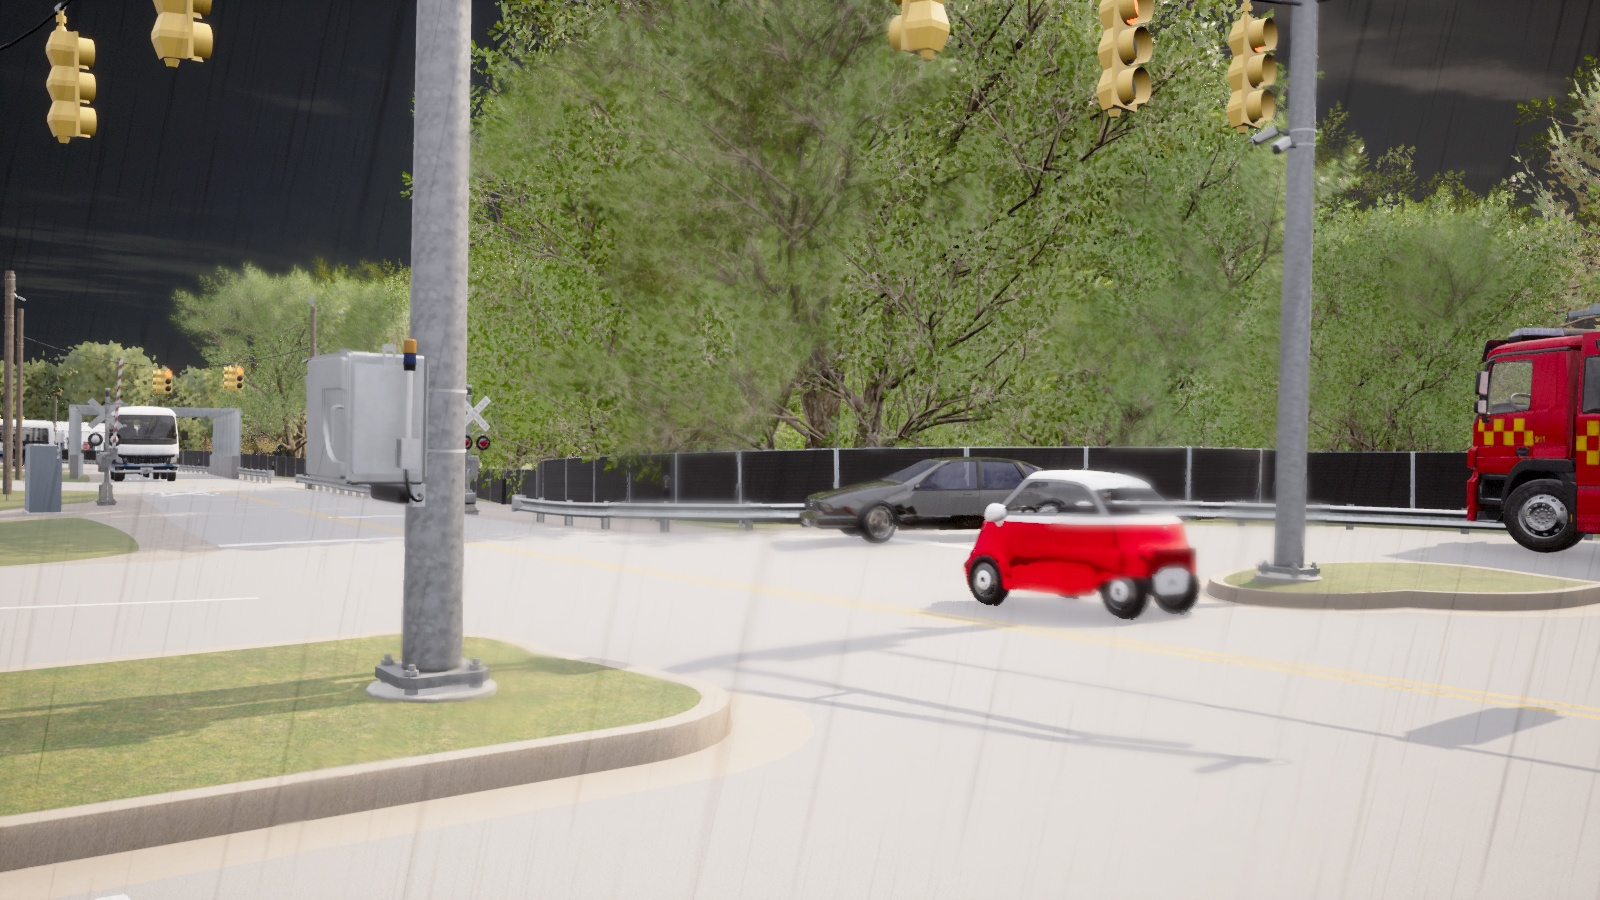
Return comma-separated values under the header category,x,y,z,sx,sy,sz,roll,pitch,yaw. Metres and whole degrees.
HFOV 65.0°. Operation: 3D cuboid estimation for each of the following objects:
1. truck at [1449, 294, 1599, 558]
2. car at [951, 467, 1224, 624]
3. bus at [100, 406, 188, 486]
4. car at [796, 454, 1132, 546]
category,x,y,z,sx,sy,sz,roll,pitch,yaw
truck,13.218,-0.340,17.422,2.891,3.827,8.468,0,1,-10
car,2.808,0.867,12.482,1.481,1.376,2.207,1,-1,-36
bus,-38.125,-0.188,72.777,3.944,4.253,10.273,0,0,-31
car,2.764,0.806,21.676,5.357,1.411,2.033,-1,0,-11
